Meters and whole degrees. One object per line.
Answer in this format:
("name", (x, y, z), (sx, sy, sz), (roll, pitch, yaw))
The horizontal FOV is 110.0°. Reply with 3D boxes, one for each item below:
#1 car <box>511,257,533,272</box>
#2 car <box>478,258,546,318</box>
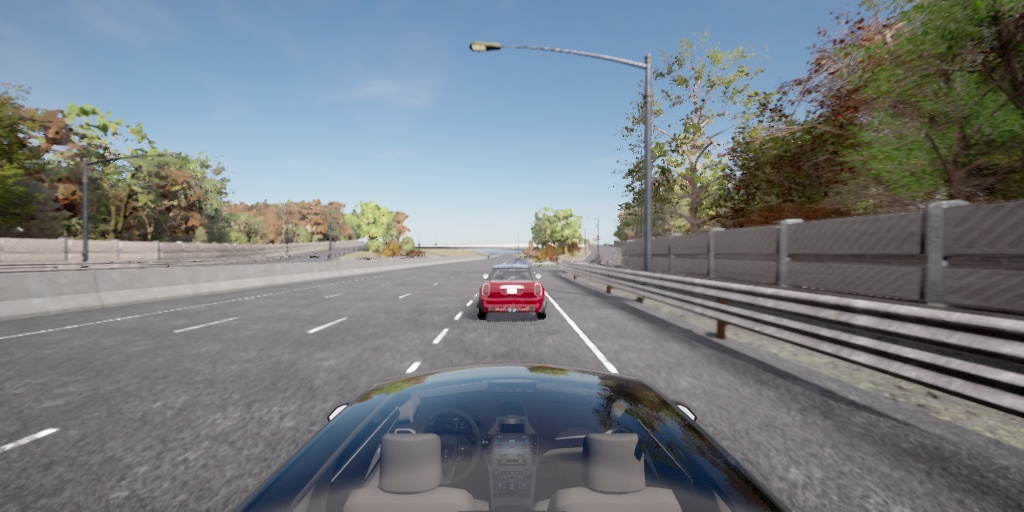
("car", (1.277, 0.980, 43.469), (2.097, 1.767, 4.553), (0, 0, 9))
("car", (-0.001, 1.066, 12.882), (2.097, 1.767, 4.553), (0, 0, 0))
